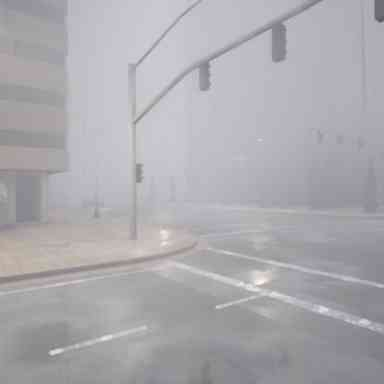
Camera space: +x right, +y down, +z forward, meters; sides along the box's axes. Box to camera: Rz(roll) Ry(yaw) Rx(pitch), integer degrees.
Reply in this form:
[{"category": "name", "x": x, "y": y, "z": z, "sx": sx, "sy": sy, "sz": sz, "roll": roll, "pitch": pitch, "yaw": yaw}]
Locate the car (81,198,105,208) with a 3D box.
[{"category": "car", "x": -13.861, "y": 1.533, "z": 46.494, "sx": 1.895, "sy": 1.301, "sz": 4.718, "roll": -1, "pitch": 0, "yaw": -36}]
